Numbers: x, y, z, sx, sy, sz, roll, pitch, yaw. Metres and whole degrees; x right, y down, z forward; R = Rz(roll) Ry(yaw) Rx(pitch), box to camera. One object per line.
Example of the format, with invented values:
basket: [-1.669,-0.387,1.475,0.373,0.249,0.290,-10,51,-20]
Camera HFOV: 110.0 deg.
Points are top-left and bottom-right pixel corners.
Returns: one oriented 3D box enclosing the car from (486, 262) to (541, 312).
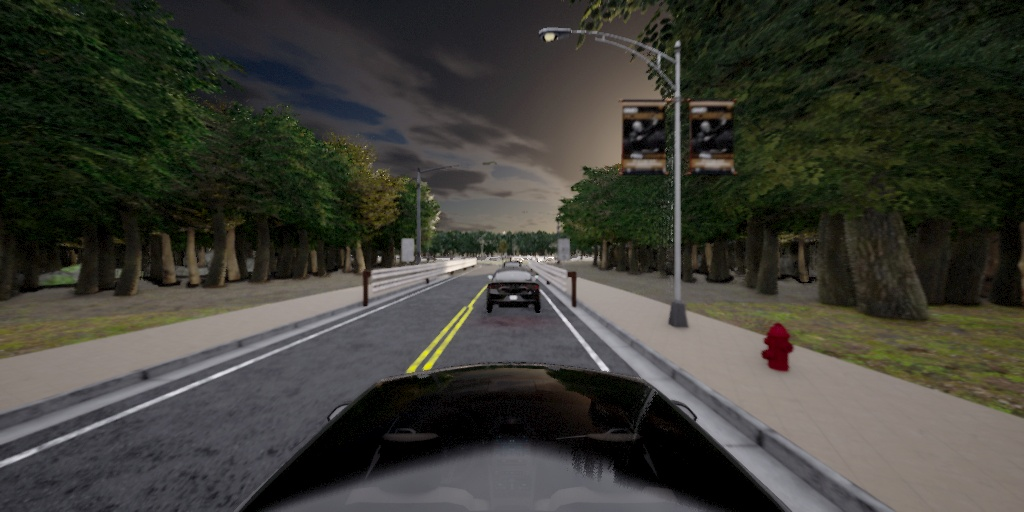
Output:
car: [0.056,1.170,13.988,1.882,1.535,5.008,0,0,0]
